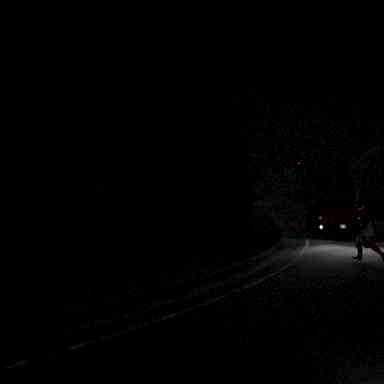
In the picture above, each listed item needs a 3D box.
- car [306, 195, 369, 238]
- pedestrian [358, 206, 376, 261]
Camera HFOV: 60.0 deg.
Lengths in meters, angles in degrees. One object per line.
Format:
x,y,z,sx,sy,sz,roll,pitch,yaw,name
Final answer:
7.622,1.217,18.193,2.150,2.045,5.566,0,1,12,car
5.650,1.294,10.756,0.375,1.860,0.375,0,0,28,pedestrian
